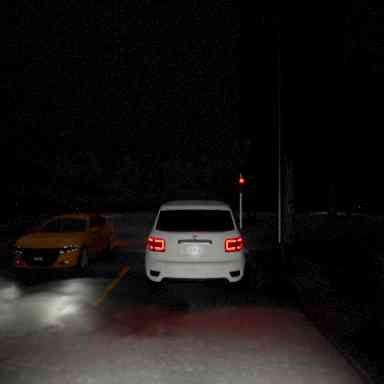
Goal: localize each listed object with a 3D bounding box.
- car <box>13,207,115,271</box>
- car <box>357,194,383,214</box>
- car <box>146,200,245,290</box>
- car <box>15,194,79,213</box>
[{"bbox_3d":[-3.989,1.477,11.187,1.882,1.535,5.008,0,0,1],"label":"car"},{"bbox_3d":[20.224,1.221,34.627,5.566,2.045,2.150,0,0,0],"label":"car"},{"bbox_3d":[0.103,1.221,9.207,2.150,2.045,5.566,0,0,1],"label":"car"},{"bbox_3d":[-13.352,1.222,30.751,5.566,2.045,2.150,0,0,1],"label":"car"}]
